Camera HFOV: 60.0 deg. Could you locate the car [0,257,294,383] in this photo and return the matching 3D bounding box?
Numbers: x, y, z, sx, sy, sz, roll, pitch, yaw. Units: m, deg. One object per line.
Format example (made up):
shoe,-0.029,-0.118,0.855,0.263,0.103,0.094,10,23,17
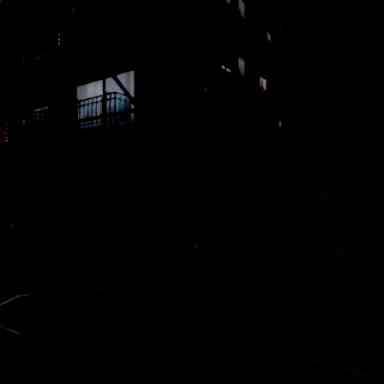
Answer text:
car,-1.086,1.552,3.648,4.313,1.339,1.947,0,0,35
